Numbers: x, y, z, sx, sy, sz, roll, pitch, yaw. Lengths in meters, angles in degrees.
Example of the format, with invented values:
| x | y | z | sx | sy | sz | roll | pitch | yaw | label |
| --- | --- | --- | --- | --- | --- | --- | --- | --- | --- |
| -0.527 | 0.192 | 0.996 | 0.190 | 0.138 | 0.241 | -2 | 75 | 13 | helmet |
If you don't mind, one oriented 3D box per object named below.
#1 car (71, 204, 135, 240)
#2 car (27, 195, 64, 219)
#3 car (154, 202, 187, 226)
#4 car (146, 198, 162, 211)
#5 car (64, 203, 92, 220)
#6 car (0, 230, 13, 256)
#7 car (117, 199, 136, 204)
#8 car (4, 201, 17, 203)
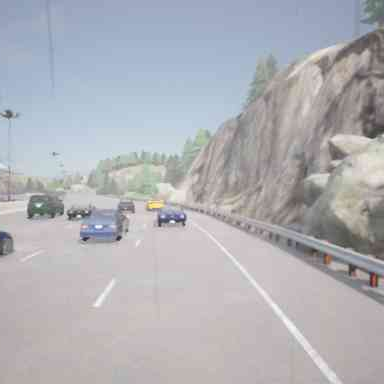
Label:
| x | y | z | sx | sy | sz | roll | pitch | yaw | label |
| --- | --- | --- | --- | --- | --- | --- | --- | --- | --- |
| -4.304 | 1.562 | 16.991 | 2.033 | 1.411 | 5.357 | 0 | 0 | -5 | car |
| -13.129 | 1.258 | 30.137 | 2.150 | 2.045 | 5.566 | 0 | 0 | -10 | car |
| -1.524 | 1.611 | 23.474 | 1.895 | 1.301 | 4.718 | 0 | 0 | -7 | car |
| -4.693 | 1.500 | 41.448 | 1.882 | 1.535 | 5.008 | 0 | 0 | -13 | car |
| -9.337 | 1.629 | 28.657 | 1.895 | 1.301 | 4.718 | 0 | 0 | -9 | car |
| -7.326 | 1.544 | 10.160 | 1.812 | 1.442 | 4.674 | 0 | 0 | -3 | car |
| -7.406 | 1.518 | 37.436 | 2.128 | 1.511 | 4.902 | 0 | 0 | -11 | car |
| -31.593 | 1.683 | 58.843 | 1.895 | 1.301 | 4.718 | 0 | 0 | -19 | car |
